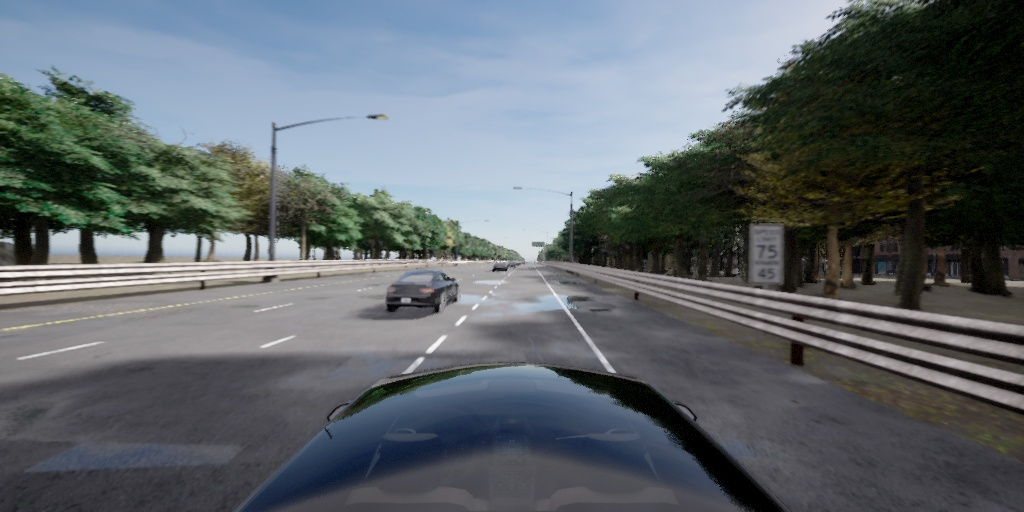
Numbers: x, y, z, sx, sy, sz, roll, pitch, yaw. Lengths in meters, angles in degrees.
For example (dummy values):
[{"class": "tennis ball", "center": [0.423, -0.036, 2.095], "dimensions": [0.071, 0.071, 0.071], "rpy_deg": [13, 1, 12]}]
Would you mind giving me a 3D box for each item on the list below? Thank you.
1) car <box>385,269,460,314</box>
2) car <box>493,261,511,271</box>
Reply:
[{"class": "car", "center": [-3.191, 1.222, 13.429], "dimensions": [1.812, 1.442, 4.674], "rpy_deg": [1, 0, 2]}, {"class": "car", "center": [-1.549, 1.432, 50.541], "dimensions": [1.994, 1.385, 4.181], "rpy_deg": [1, 0, 3]}]
